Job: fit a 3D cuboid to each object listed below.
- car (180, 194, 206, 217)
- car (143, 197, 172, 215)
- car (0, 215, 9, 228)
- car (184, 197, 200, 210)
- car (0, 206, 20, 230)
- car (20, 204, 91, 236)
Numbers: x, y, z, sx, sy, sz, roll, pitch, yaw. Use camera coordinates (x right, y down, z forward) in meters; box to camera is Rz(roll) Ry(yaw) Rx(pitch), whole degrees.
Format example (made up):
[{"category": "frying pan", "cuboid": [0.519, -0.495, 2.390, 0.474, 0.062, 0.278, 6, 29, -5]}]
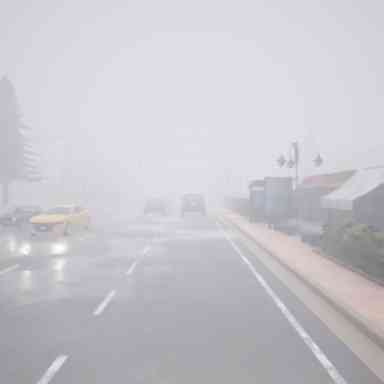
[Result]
[{"category": "car", "cuboid": [0.098, 1.149, 30.356, 2.150, 2.045, 5.566, 0, 0, 0]}, {"category": "car", "cuboid": [-3.401, 1.274, 32.316, 2.097, 1.767, 4.553, 0, 0, 0]}, {"category": "car", "cuboid": [-7.084, 1.528, 8.168, 2.033, 1.411, 5.357, 0, 0, 0]}, {"category": "car", "cuboid": [0.090, 1.400, 42.073, 1.837, 1.490, 4.892, 0, -1, 2]}, {"category": "car", "cuboid": [-10.502, 1.551, 20.447, 1.895, 1.301, 4.718, 0, 0, 0]}, {"category": "car", "cuboid": [-7.065, 1.433, 18.269, 1.882, 1.535, 5.008, 0, 0, 0]}]
